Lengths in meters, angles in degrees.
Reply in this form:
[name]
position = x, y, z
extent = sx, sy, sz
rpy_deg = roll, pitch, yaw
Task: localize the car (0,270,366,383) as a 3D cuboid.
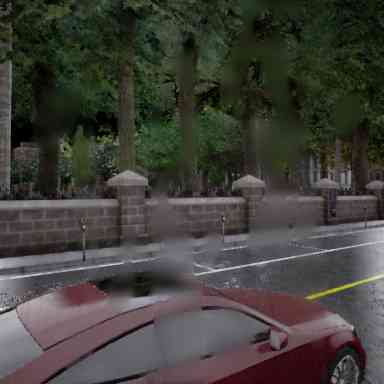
[car]
position = -0.262, 1.526, 3.133
extent = 4.674, 1.442, 1.812
rpy_deg = 0, 0, -36
